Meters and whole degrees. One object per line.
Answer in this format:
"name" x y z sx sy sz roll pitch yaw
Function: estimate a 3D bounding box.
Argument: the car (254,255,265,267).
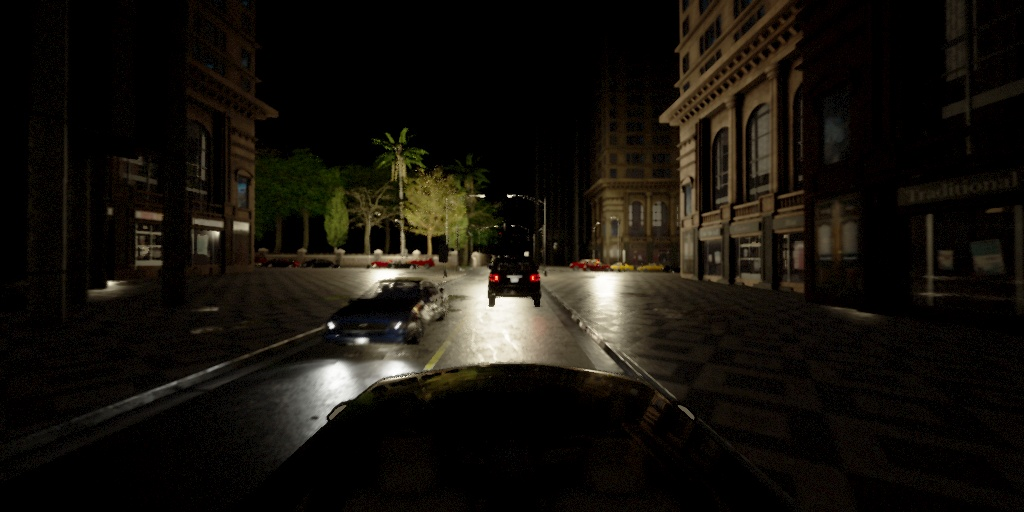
"car" -37.095 0.926 49.686 4.403 1.370 2.007 0 0 0

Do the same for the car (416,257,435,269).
"car" -14.988 1.098 58.150 5.009 1.841 2.192 0 0 0

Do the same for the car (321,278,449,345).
"car" -3.003 1.322 9.833 2.033 1.411 5.357 0 0 0

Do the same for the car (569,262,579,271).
"car" 11.851 1.479 58.076 5.009 1.841 2.192 0 0 0

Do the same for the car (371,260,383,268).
"car" -20.511 1.247 58.165 4.507 1.381 1.888 0 0 0

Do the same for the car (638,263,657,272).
"car" 22.762 1.837 58.046 4.829 1.417 1.751 0 0 0

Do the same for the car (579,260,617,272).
"car" 11.838 1.528 49.551 4.097 1.591 1.967 0 0 0

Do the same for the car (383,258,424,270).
"car" -14.999 1.258 49.625 4.403 1.370 2.007 0 0 0

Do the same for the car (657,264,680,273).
"car" 22.918 1.802 49.521 4.313 1.339 1.948 0 0 0

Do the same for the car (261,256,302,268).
"car" -31.571 1.005 49.671 4.507 1.381 1.888 0 0 0

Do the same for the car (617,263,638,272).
"car" 17.222 1.764 58.062 4.829 1.417 1.751 0 0 0

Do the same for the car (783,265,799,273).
"car" 39.538 2.030 49.475 4.207 1.307 1.802 0 0 0

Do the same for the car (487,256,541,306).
"car" 0.096 1.015 16.225 2.150 2.045 5.566 0 0 0

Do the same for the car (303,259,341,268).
"car" -26.047 1.110 49.655 4.313 1.339 1.948 0 0 0
